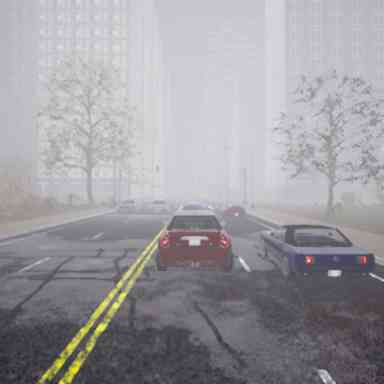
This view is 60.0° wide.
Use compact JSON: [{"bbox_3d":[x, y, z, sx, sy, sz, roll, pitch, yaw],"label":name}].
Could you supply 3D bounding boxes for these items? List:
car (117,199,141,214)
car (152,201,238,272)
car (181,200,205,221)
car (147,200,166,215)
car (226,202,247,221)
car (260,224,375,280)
[{"bbox_3d":[-6.582,1.493,34.992,1.837,1.490,4.892,0,0,0],"label":"car"},{"bbox_3d":[0.082,1.354,10.933,2.097,1.767,4.553,0,0,0],"label":"car"},{"bbox_3d":[0.090,1.471,27.810,1.882,1.535,5.008,0,0,0],"label":"car"},{"bbox_3d":[-3.336,1.514,34.143,1.812,1.442,4.674,0,0,0],"label":"car"},{"bbox_3d":[3.332,1.519,27.242,1.812,1.442,4.674,0,0,0],"label":"car"},{"bbox_3d":[3.331,1.601,9.952,1.895,1.301,4.718,0,0,0],"label":"car"}]
